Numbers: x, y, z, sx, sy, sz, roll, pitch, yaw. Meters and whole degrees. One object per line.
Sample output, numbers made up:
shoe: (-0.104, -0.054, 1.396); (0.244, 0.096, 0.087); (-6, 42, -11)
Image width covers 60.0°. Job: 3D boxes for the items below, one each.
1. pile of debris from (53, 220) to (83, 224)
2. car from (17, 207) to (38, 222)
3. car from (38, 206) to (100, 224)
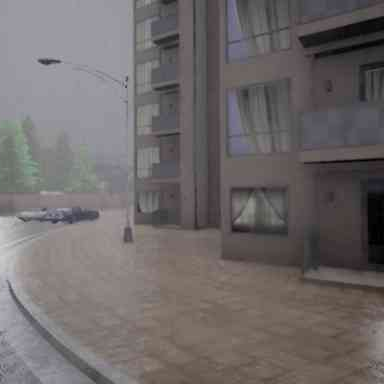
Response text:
pile of debris: (-10.053, 2.462, 27.022); (1.500, 0.140, 1.860); (0, 0, 14)
car: (-12.796, 1.923, 29.155); (1.895, 1.301, 4.718); (-1, -1, 16)
car: (-9.753, 1.835, 27.496); (2.033, 1.411, 5.357); (-1, -1, 15)
